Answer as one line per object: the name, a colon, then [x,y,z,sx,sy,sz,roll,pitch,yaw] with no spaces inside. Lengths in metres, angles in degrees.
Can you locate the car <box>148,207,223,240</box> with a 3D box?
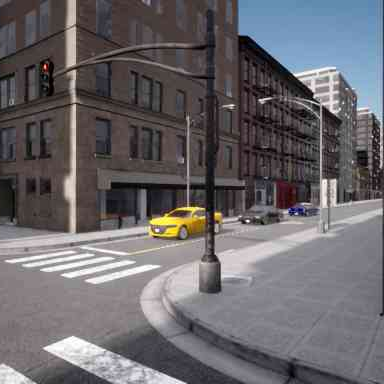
car: [-0.214,1.576,17.895,1.882,1.535,5.008,0,0,35]

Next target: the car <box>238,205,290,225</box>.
car: [5.527,1.704,25.953,2.033,1.411,5.357,0,0,35]

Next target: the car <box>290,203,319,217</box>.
car: [11.515,1.816,34.333,1.895,1.301,4.718,0,0,36]
